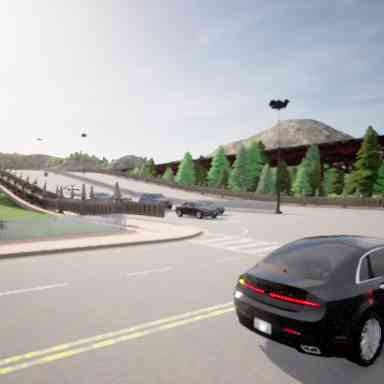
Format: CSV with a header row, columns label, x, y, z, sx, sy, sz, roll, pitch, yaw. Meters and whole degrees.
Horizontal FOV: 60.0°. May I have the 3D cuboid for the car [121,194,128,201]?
label,x,y,z,sx,sy,sz,roll,pitch,yaw
car,-10.724,0.949,50.111,1.895,1.301,4.718,0,4,-37

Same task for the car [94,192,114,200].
label,x,y,z,sx,sy,sz,roll,pitch,yaw
car,-12.294,0.838,46.378,2.097,1.767,4.553,0,4,-37

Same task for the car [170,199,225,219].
label,x,y,z,sx,sy,sz,roll,pitch,yaw
car,0.400,1.545,29.628,1.837,1.490,4.892,0,0,-37

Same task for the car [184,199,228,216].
label,x,y,z,sx,sy,sz,roll,pitch,yaw
car,1.342,1.546,34.174,1.837,1.490,4.892,0,0,-37

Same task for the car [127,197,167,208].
label,x,y,z,sx,sy,sz,roll,pitch,yaw
car,-4.987,1.565,36.713,1.994,1.385,4.181,0,1,-37

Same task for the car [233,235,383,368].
label,x,y,z,sx,sy,sz,roll,pitch,yaw
car,2.901,1.519,5.829,4.892,1.490,1.837,0,0,-36

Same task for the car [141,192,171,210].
label,x,y,z,sx,sy,sz,roll,pitch,yaw
car,-4.596,1.128,41.994,2.150,2.045,5.566,0,2,-36
